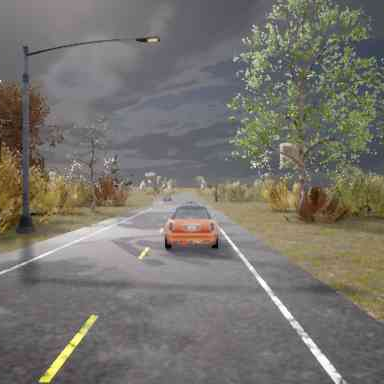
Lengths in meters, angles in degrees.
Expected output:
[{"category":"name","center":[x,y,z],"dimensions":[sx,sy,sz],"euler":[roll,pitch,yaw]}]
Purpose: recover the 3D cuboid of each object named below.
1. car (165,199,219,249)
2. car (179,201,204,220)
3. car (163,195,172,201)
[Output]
[{"category":"car","center":[-0.016,1.364,14.625],"dimensions":[2.097,1.767,4.553],"euler":[0,0,0]},{"category":"car","center":[-0.078,1.561,29.659],"dimensions":[2.033,1.411,5.357],"euler":[0,0,0]},{"category":"car","center":[-5.673,1.492,77.231],"dimensions":[1.994,1.385,4.181],"euler":[0,0,-8]}]
